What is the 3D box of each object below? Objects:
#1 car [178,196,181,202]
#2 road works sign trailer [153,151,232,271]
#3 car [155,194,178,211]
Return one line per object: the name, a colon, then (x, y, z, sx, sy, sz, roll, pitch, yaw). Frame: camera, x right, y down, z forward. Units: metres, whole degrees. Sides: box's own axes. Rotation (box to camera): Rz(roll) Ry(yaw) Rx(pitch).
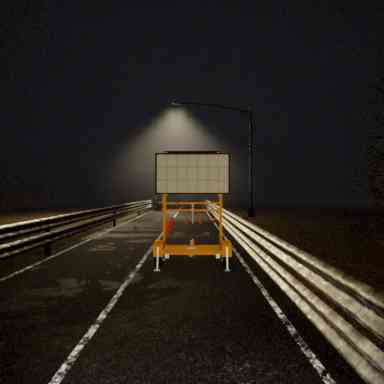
car: (-3.188, 1.503, 67.471, 1.882, 1.535, 5.008, 0, 0, 0)
road works sign trailer: (0.020, 0.468, 10.869, 2.380, 3.560, 2.880, 0, 0, 0)
car: (-3.312, 1.237, 41.571, 2.150, 2.045, 5.566, 0, 0, 0)
